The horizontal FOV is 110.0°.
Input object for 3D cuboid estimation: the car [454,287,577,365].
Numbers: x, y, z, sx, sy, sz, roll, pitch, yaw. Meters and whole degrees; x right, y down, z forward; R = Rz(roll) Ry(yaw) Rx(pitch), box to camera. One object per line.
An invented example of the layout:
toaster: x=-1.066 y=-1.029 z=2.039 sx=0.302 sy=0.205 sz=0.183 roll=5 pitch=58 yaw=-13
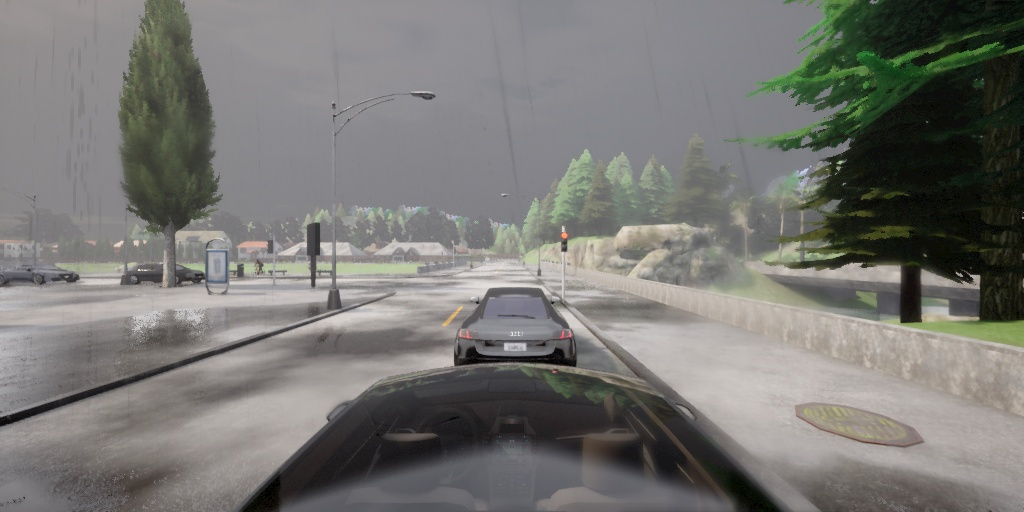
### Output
car: x=0.063 y=1.314 z=7.307 sx=1.994 sy=1.385 sz=4.181 roll=0 pitch=0 yaw=0

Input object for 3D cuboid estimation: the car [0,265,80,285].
car: x=-33.957 y=1.314 z=25.740 sx=4.181 sy=1.385 sz=1.994 roll=0 pitch=0 yaw=0

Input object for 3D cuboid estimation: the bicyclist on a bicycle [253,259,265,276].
bicyclist on a bicycle: x=-24.100 y=1.099 z=34.130 sx=0.582 sy=1.620 sz=1.656 roll=0 pitch=0 yaw=0

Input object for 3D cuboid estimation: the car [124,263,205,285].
car: x=-24.834 y=1.255 z=25.732 sx=4.892 sy=1.490 sz=1.837 roll=0 pitch=0 yaw=0
